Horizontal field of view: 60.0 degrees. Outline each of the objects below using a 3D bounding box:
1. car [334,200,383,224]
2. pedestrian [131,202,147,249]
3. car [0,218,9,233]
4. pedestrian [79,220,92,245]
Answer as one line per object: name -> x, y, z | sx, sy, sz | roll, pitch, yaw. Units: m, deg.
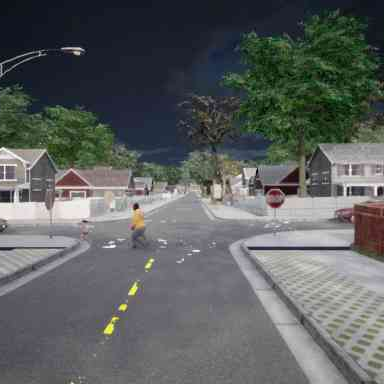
car -> 11.863, 1.294, 22.005 | 4.674, 1.442, 1.812 | -1, 0, 0
pedestrian -> -2.029, 1.292, 12.801 | 0.375, 1.860, 0.375 | 0, 0, 0
car -> -12.999, 1.727, 18.942 | 4.674, 1.442, 1.812 | -1, 0, 0
pedestrian -> -4.475, 1.672, 14.020 | 0.500, 1.100, 0.500 | 0, 0, 0
